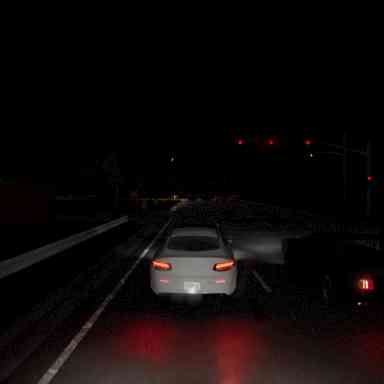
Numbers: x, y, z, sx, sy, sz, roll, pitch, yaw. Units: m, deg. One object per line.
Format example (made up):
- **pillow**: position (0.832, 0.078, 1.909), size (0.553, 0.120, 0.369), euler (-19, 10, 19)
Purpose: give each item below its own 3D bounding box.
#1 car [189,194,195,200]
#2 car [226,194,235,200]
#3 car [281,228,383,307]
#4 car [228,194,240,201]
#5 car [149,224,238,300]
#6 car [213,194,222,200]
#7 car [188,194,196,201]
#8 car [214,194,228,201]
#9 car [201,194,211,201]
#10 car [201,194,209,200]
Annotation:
- **car**: position (0.013, 1.332, 91.194), size (1.837, 1.490, 4.892), euler (0, 0, 0)
- **car**: position (10.513, 1.310, 91.193), size (1.882, 1.535, 5.008), euler (0, 0, 0)
- **car**: position (3.564, 1.601, 7.906), size (1.895, 1.301, 4.718), euler (0, 0, 0)
- **car**: position (10.512, 1.469, 80.773), size (1.882, 1.535, 5.008), euler (0, 0, 0)
- **car**: position (0.075, 1.526, 8.297), size (1.812, 1.442, 4.674), euler (0, 0, 2)
- **car**: position (7.013, 1.357, 91.193), size (2.128, 1.511, 4.902), euler (0, 0, 0)
- **car**: position (0.012, 1.531, 80.775), size (2.033, 1.411, 5.357), euler (0, 0, 0)
- **car**: position (7.012, 1.348, 81.160), size (2.097, 1.767, 4.553), euler (0, 0, 0)
- **car**: position (3.512, 1.348, 81.161), size (2.097, 1.767, 4.553), euler (0, 0, 0)
- **car**: position (3.513, 1.357, 91.194), size (2.128, 1.511, 4.902), euler (0, 0, 0)
